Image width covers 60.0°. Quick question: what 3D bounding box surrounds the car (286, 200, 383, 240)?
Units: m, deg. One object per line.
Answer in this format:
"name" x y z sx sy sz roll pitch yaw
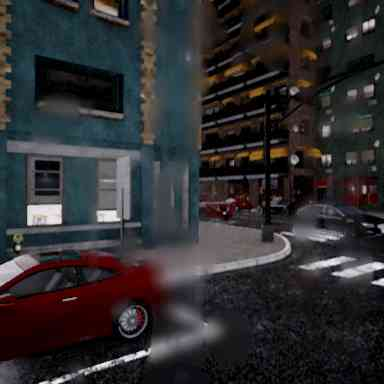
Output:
"car" 7.376 1.353 16.718 2.128 1.511 4.902 0 2 -25

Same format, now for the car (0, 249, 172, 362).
"car" -2.281 1.579 4.925 4.206 1.307 1.802 0 1 -36

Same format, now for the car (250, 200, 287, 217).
"car" 7.388 1.285 27.926 1.947 1.339 4.313 1 0 -36

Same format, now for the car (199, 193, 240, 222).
"car" 0.587 0.992 23.039 2.192 1.841 5.009 1 0 -36

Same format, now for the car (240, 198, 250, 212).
"car" 4.118 1.221 32.436 1.802 1.307 4.206 1 0 -36
